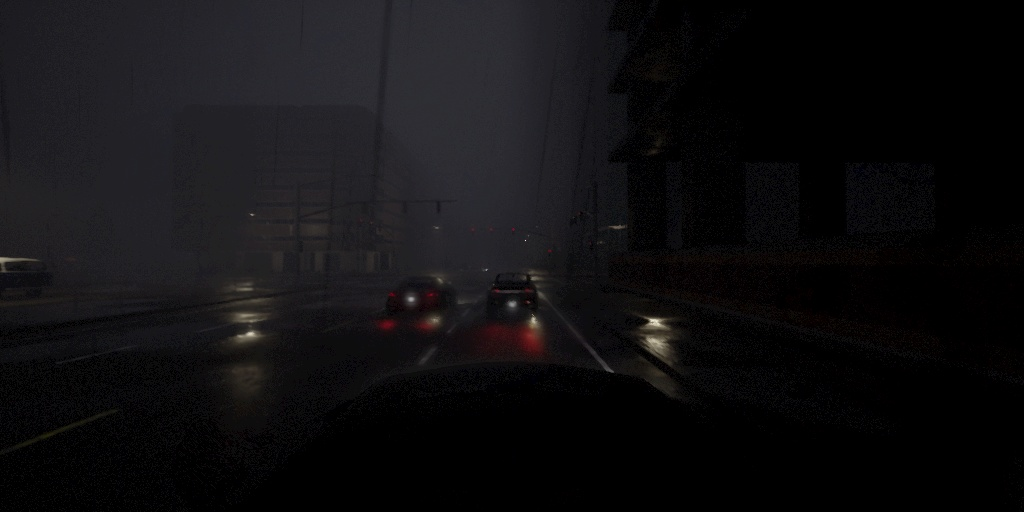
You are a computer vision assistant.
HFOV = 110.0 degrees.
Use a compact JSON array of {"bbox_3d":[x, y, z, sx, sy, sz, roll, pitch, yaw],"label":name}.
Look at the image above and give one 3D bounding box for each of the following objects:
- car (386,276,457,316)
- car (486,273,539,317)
[{"bbox_3d":[-3.454,1.488,14.356,1.994,1.385,4.181,0,-1,1],"label":"car"},{"bbox_3d":[0.044,1.412,14.119,2.128,1.511,4.902,0,-1,1],"label":"car"}]
